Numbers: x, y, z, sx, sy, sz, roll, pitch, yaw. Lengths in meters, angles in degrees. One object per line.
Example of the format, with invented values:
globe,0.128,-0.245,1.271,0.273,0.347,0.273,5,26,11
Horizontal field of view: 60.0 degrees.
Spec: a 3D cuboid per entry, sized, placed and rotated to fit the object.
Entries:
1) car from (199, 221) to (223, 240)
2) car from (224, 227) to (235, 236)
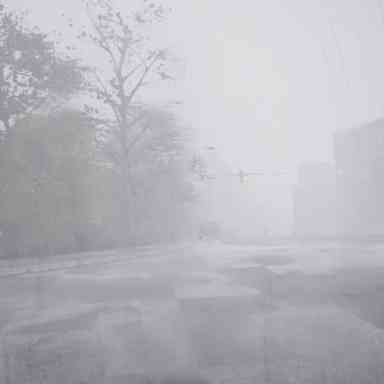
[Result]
car,2.019,4.346,37.774,2.150,2.045,5.566,-2,-7,3
car,6.464,7.061,60.004,1.882,1.535,5.008,-2,-6,20
